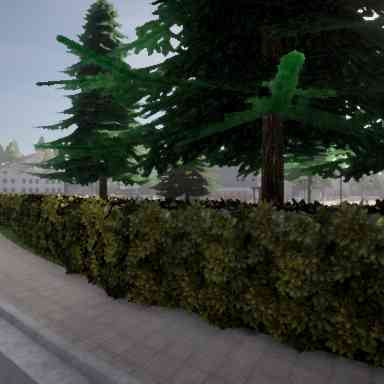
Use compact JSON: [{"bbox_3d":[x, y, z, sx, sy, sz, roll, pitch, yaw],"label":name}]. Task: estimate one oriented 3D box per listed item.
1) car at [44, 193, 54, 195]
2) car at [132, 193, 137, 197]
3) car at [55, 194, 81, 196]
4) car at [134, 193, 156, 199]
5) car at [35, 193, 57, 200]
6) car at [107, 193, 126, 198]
[{"bbox_3d":[-29.661,1.298,72.138,4.514,1.523,2.007,0,0,-36],"label":"car"},{"bbox_3d":[-10.904,1.097,77.745,4.605,1.855,1.932,0,0,-36],"label":"car"},{"bbox_3d":[-23.868,1.320,63.995,3.633,1.501,1.845,0,0,-36],"label":"car"},{"bbox_3d":[-7.945,1.384,60.661,3.806,1.475,1.970,0,0,-36],"label":"car"},{"bbox_3d":[-36.346,1.097,82.672,4.605,1.855,1.932,0,0,-36],"label":"car"},{"bbox_3d":[-20.394,1.153,90.259,5.027,1.636,2.152,0,0,-36],"label":"car"}]
